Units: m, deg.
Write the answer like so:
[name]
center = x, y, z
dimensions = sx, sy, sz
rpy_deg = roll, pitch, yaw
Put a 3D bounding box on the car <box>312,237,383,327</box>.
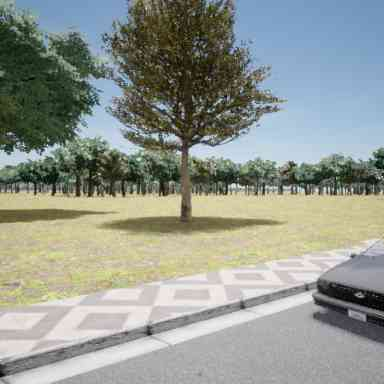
[car]
center = 4.757, 1.548, 6.761
dimensions = 5.357, 1.411, 2.033
rpy_deg = 0, 0, -35
